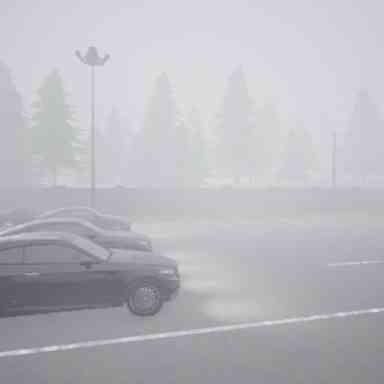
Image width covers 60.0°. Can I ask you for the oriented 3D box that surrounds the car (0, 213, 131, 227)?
[{"bbox_3d":[-3.493,1.489,9.678,4.674,1.442,1.812,0,0,-16],"label":"car"}]

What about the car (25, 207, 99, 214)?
[{"bbox_3d":[-5.366,1.464,16.422,4.674,1.442,1.812,0,0,-16],"label":"car"}]

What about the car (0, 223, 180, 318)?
[{"bbox_3d":[-2.556,1.501,6.306,4.674,1.442,1.812,0,0,-16],"label":"car"}]

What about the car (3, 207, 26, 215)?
[{"bbox_3d":[-8.790,1.529,19.090,4.718,1.301,1.895,0,0,-16],"label":"car"}]
